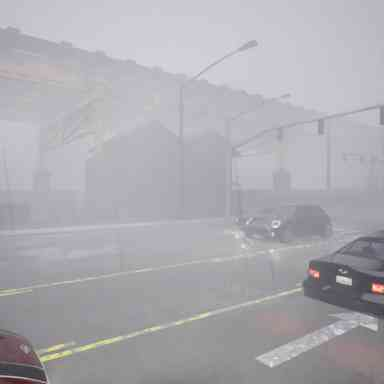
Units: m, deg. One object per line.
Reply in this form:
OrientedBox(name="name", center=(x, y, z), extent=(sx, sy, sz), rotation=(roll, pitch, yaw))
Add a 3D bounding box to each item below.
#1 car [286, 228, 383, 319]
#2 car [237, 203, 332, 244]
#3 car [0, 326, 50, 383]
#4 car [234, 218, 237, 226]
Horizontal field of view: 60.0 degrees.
OrientedBox(name="car", center=(4.631, 1.547, 7.092), extent=(5.357, 1.411, 2.033), rotation=(0, 0, -35))
OrientedBox(name="car", center=(4.647, 1.352, 15.910), extent=(4.553, 1.767, 2.097), rotation=(0, 0, -36))
OrientedBox(name="car", center=(-3.048, 1.352, 1.573), extent=(4.553, 1.767, 2.097), rotation=(0, 0, -36))
OrientedBox(name="car", center=(5.135, 1.547, 20.559), extent=(5.357, 1.411, 2.033), rotation=(0, 0, -36))
